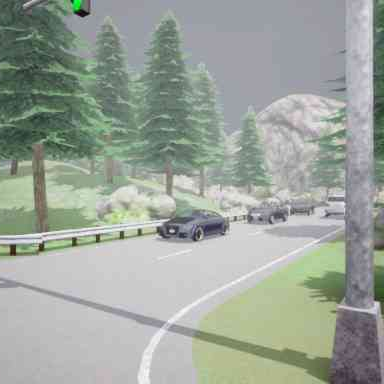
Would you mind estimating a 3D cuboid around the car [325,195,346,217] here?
[{"bbox_3d":[13.711,1.356,30.435,2.150,2.045,5.566,0,-1,32],"label":"car"}]

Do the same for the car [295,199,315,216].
[{"bbox_3d":[11.212,1.524,33.548,1.837,1.490,4.892,0,0,27],"label":"car"}]

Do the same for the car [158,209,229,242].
[{"bbox_3d":[0.205,1.580,16.657,1.994,1.385,4.181,0,0,34],"label":"car"}]

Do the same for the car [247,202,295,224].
[{"bbox_3d":[5.741,1.509,24.918,2.128,1.511,4.902,0,0,34],"label":"car"}]
